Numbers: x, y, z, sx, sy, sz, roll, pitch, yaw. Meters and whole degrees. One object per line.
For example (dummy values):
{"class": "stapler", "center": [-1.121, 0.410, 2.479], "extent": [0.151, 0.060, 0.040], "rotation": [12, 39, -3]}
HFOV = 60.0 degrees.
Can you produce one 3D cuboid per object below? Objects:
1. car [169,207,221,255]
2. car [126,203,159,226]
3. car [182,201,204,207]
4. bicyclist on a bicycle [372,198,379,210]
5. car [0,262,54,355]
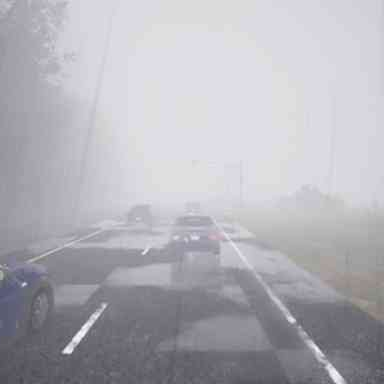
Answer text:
{"class": "car", "center": [0.101, 1.540, 13.312], "extent": [2.033, 1.411, 5.357], "rotation": [0, 0, 0]}
{"class": "car", "center": [-3.399, 1.510, 23.326], "extent": [1.812, 1.442, 4.674], "rotation": [0, 0, 0]}
{"class": "car", "center": [0.104, 1.528, 29.421], "extent": [2.033, 1.411, 5.357], "rotation": [0, 0, 0]}
{"class": "bicyclist on a bicycle", "center": [24.303, 1.625, 44.150], "extent": [0.582, 1.620, 1.656], "rotation": [1, 0, 0]}
{"class": "car", "center": [-3.399, 1.350, 3.817], "extent": [2.097, 1.767, 4.553], "rotation": [0, 0, 0]}
